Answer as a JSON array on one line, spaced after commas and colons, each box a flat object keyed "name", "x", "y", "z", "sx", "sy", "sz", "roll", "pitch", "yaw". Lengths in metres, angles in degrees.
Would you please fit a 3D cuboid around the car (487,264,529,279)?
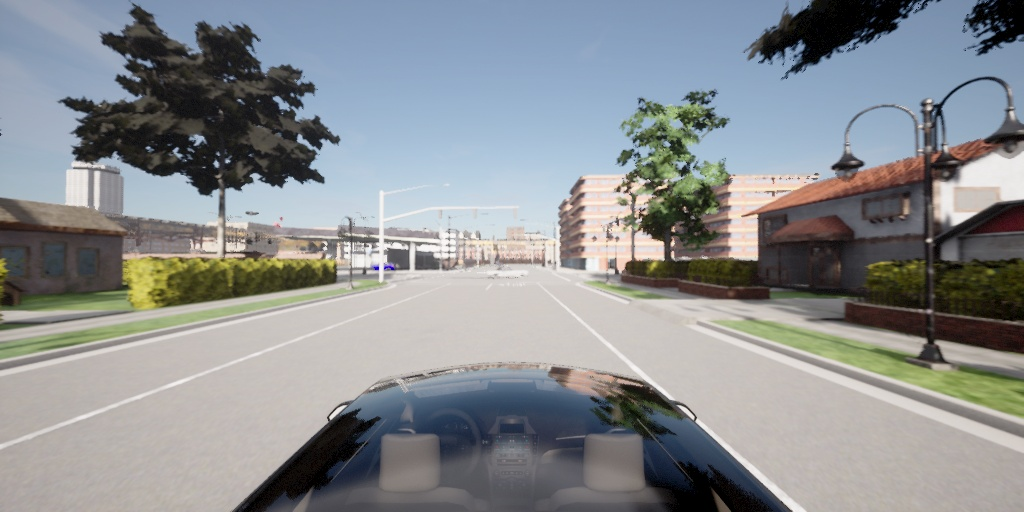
[{"name": "car", "x": -0.412, "y": 1.870, "z": 40.140, "sx": 4.718, "sy": 1.301, "sz": 1.895, "roll": 0, "pitch": -1, "yaw": 0}]
